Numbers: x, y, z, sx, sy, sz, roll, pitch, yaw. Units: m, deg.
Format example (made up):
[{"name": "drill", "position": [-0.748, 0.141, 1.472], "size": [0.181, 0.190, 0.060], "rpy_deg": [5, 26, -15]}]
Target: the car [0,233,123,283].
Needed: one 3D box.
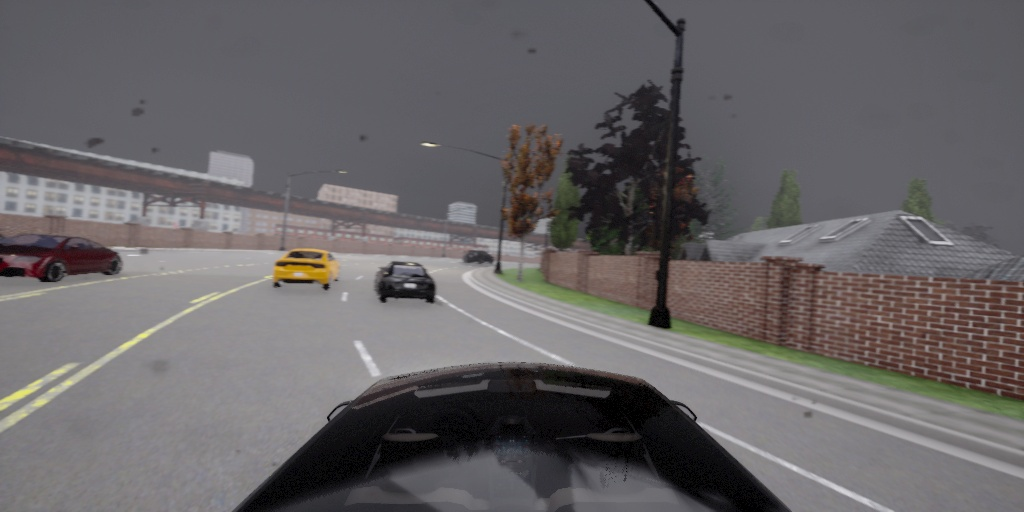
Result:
[{"name": "car", "position": [-14.663, 0.004, 11.303], "size": [1.994, 1.385, 4.181], "rpy_deg": [5, 0, -21]}]

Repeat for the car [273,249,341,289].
[{"name": "car", "position": [-8.511, 0.435, 15.231], "size": [1.882, 1.535, 5.008], "rpy_deg": [4, 0, -20]}]

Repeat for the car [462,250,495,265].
[{"name": "car", "position": [-4.593, 0.230, 52.846], "size": [2.150, 2.045, 5.566], "rpy_deg": [2, 0, 26]}]

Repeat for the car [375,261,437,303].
[{"name": "car", "position": [-4.235, 0.901, 14.074], "size": [1.994, 1.385, 4.181], "rpy_deg": [5, 0, -23]}]

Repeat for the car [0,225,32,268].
[{"name": "car", "position": [-18.261, -0.362, 10.957], "size": [1.837, 1.490, 4.892], "rpy_deg": [4, 0, -20]}]
